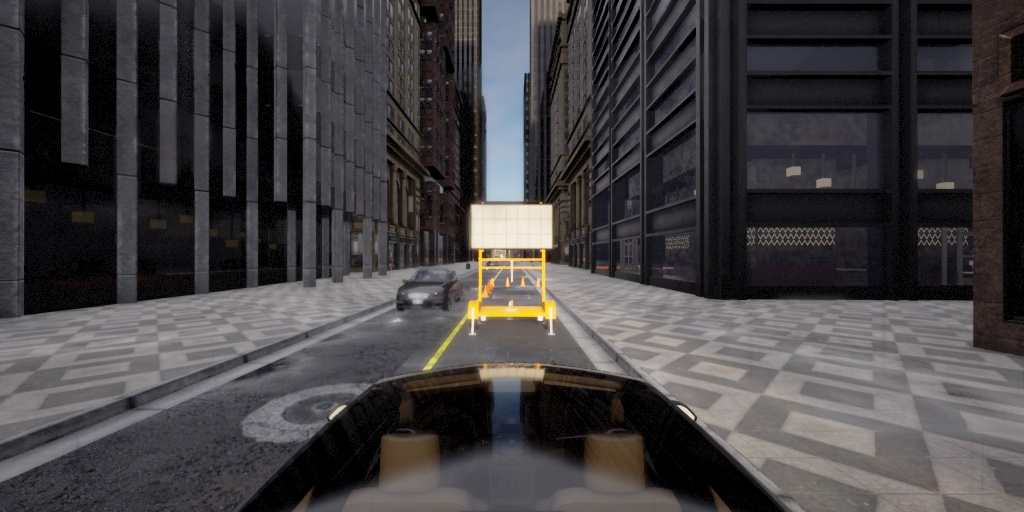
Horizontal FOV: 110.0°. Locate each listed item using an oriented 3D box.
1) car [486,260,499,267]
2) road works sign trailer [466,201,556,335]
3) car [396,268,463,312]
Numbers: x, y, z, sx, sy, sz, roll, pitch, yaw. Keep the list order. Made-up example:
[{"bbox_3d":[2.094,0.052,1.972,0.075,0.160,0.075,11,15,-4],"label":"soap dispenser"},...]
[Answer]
[{"bbox_3d":[-3.116,1.262,57.034,2.128,1.511,4.902,0,0,0],"label":"car"},{"bbox_3d":[-0.001,0.215,10.480,2.380,3.560,2.880,0,0,0],"label":"road works sign trailer"},{"bbox_3d":[-3.106,1.243,14.269,2.128,1.511,4.902,0,0,0],"label":"car"}]
